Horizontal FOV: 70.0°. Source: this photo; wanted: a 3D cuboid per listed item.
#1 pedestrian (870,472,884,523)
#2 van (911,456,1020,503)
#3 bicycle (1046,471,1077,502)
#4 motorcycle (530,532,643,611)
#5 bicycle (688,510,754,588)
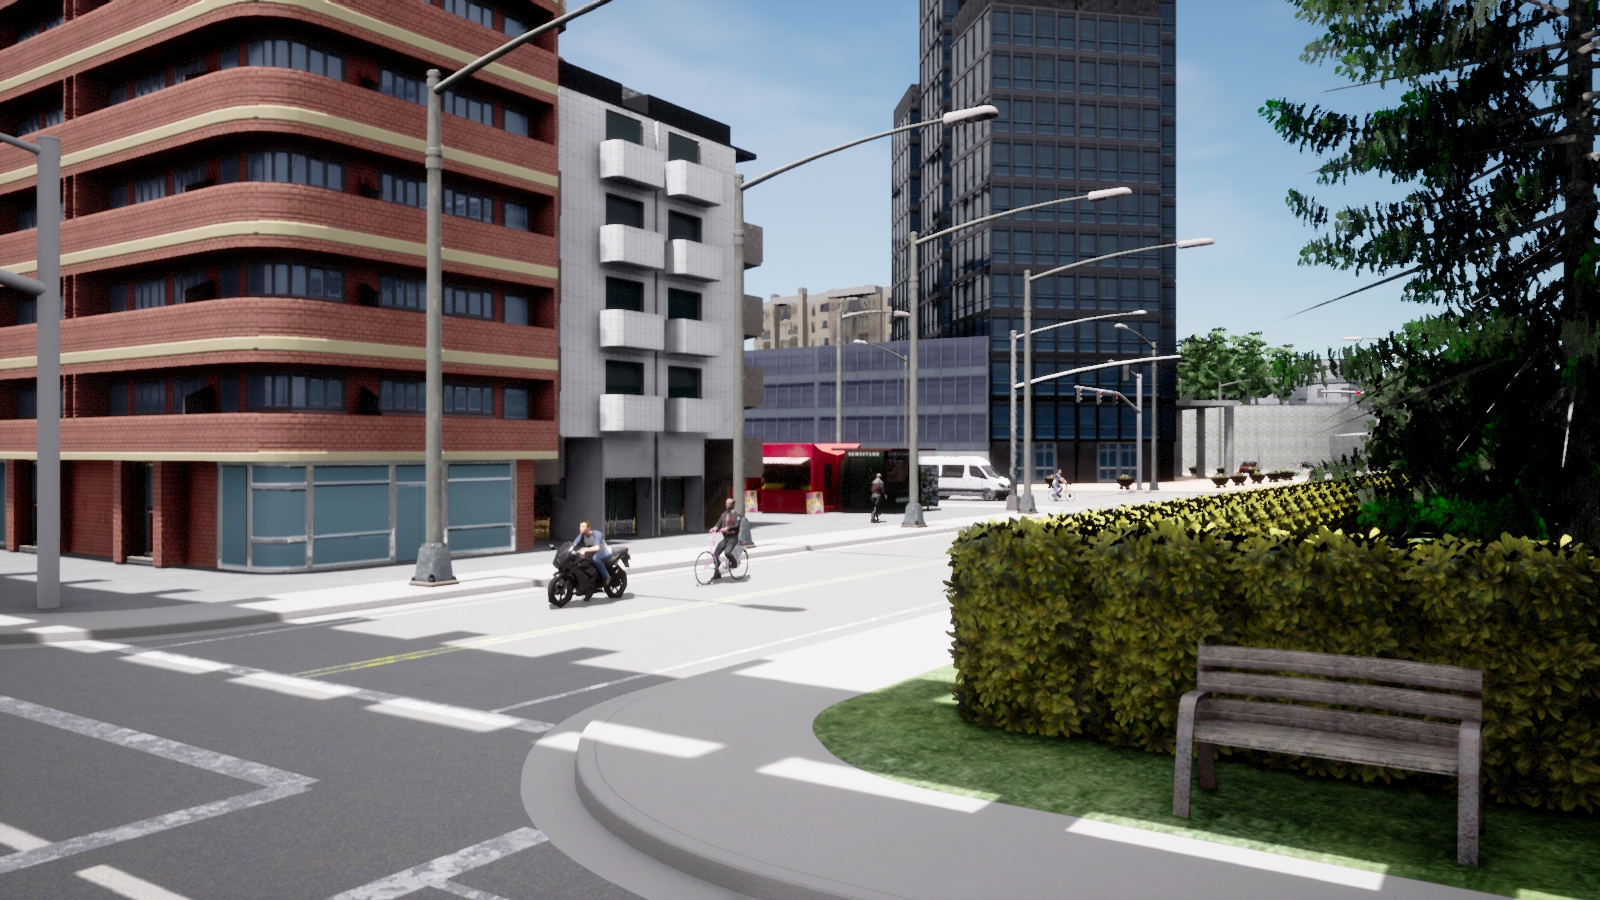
[{"bbox_3d":[2.821,1.728,41.855,0.375,1.860,0.375,0,0,43],"label":"pedestrian"},{"bbox_3d":[9.522,1.645,65.954,5.915,2.561,1.988,0,0,33],"label":"van"},{"bbox_3d":[14.471,2.004,63.202,1.643,1.717,0.373,0,0,33],"label":"bicycle"},{"bbox_3d":[-3.850,2.169,20.756,0.803,1.224,2.033,0,0,34],"label":"motorcycle"},{"bbox_3d":[-1.641,2.044,23.979,0.329,1.496,1.835,0,0,34],"label":"bicycle"}]
